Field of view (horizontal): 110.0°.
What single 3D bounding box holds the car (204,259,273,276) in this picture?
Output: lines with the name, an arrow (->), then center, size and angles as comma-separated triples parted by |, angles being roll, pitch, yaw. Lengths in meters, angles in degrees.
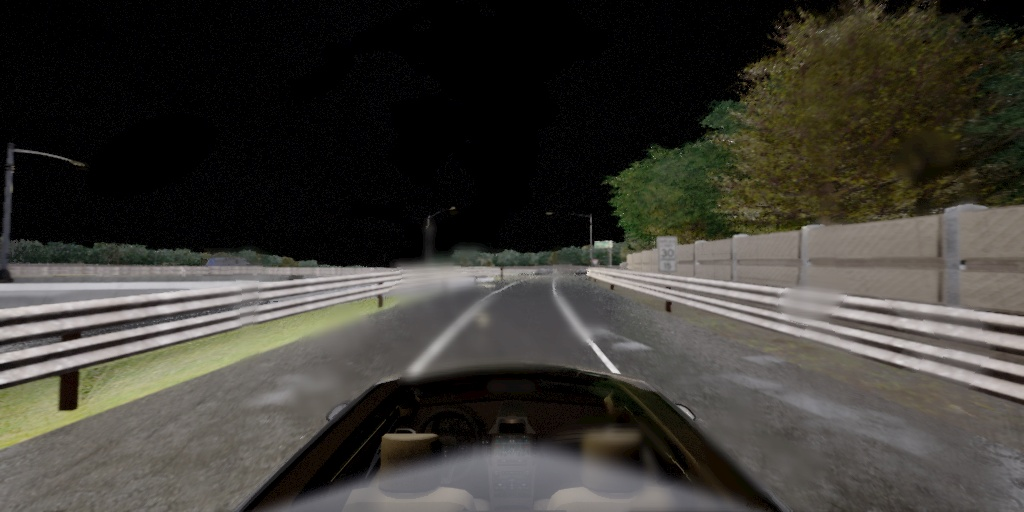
car -> -27.502, 1.358, 36.282 | 5.566, 2.045, 2.150 | 2, -3, -32

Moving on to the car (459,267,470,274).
car -> -5.750, 2.415, 53.102 | 4.674, 1.442, 1.812 | 2, -3, -44
